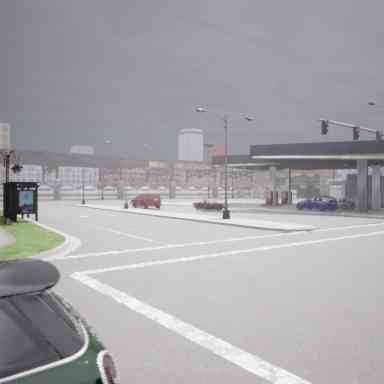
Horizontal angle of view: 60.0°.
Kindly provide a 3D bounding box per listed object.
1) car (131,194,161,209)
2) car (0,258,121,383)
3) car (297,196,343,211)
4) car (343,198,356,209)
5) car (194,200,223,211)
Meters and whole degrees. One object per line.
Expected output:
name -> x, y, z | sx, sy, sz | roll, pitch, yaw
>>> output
car -> -6.194, 1.221, 44.777 | 2.150, 2.045, 5.566 | 0, 0, -35
car -> -2.705, 1.352, 1.831 | 4.553, 1.767, 2.097 | 0, 0, -33
car -> 14.306, 1.295, 38.319 | 2.242, 1.667, 4.611 | 0, 0, -35
car -> 18.580, 1.456, 42.233 | 1.970, 1.475, 3.806 | 0, 0, -35
car -> 1.857, 1.601, 40.329 | 1.895, 1.301, 4.718 | 0, 0, -24
